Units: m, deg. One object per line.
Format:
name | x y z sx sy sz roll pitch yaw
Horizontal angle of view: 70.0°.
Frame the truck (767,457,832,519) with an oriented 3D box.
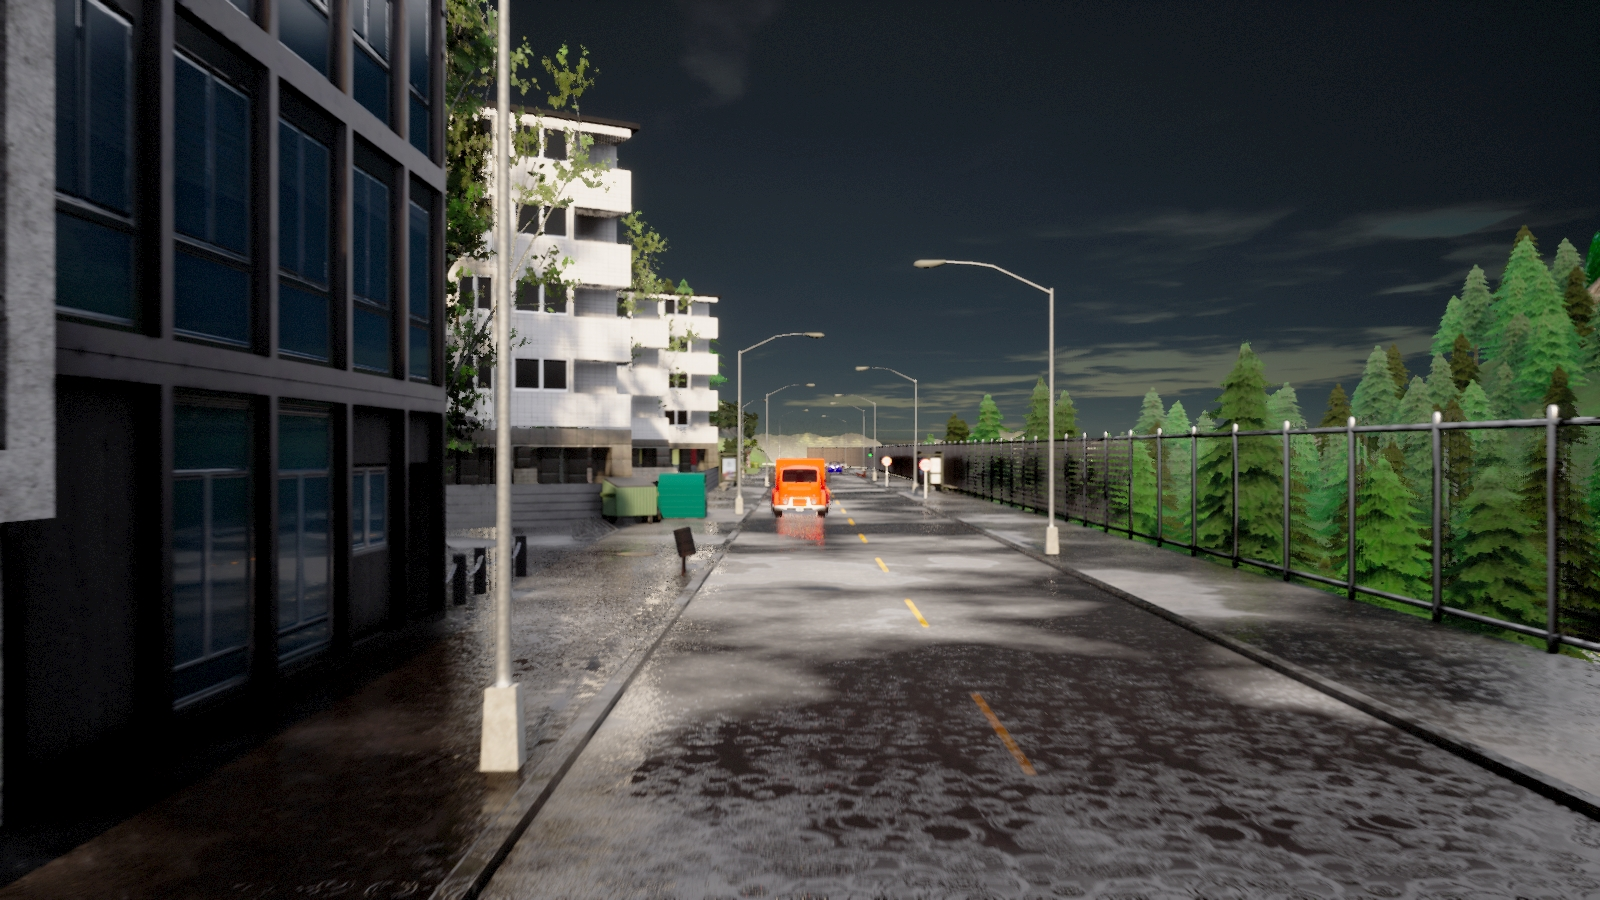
truck | 0.017 1.568 48.930 2.627 2.467 5.204 0 0 1
